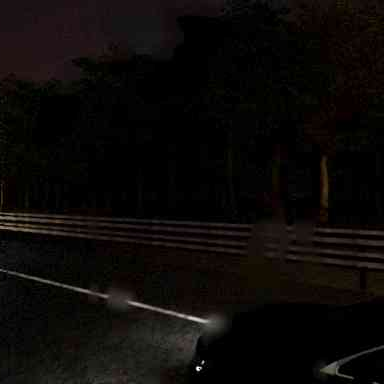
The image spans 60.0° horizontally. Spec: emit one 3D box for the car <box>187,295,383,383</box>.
[{"bbox_3d":[2.207,1.497,2.405,4.892,1.490,1.837,-1,-1,35],"label":"car"}]
